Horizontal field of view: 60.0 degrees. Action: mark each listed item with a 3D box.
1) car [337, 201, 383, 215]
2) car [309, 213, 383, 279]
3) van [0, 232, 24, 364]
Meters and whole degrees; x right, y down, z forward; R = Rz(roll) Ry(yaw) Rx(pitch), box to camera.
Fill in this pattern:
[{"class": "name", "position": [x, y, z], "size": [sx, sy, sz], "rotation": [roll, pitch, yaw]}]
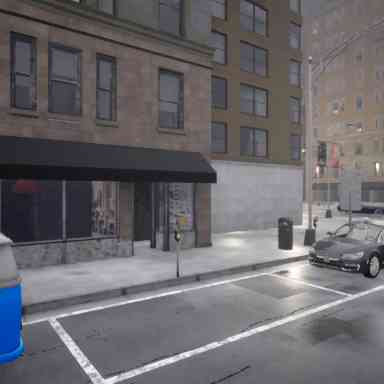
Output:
[{"class": "car", "position": [16.243, 1.529, 31.067], "size": [1.895, 1.301, 4.718], "rotation": [0, 0, -36]}, {"class": "car", "position": [5.304, 1.550, 9.990], "size": [4.403, 1.369, 2.008], "rotation": [0, 0, -36]}, {"class": "van", "position": [-3.906, 1.341, 3.401], "size": [3.998, 1.788, 1.690], "rotation": [0, 0, -36]}]
